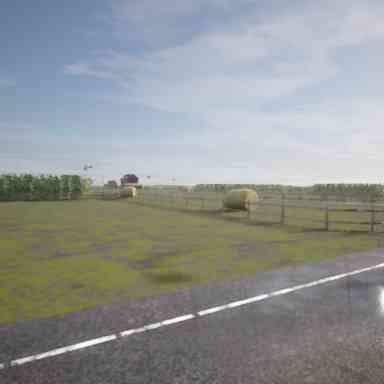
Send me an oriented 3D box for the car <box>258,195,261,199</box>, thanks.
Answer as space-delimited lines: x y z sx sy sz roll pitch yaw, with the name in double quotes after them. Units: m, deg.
11.347 0.717 65.482 1.895 1.301 4.718 1 0 -34 "car"
